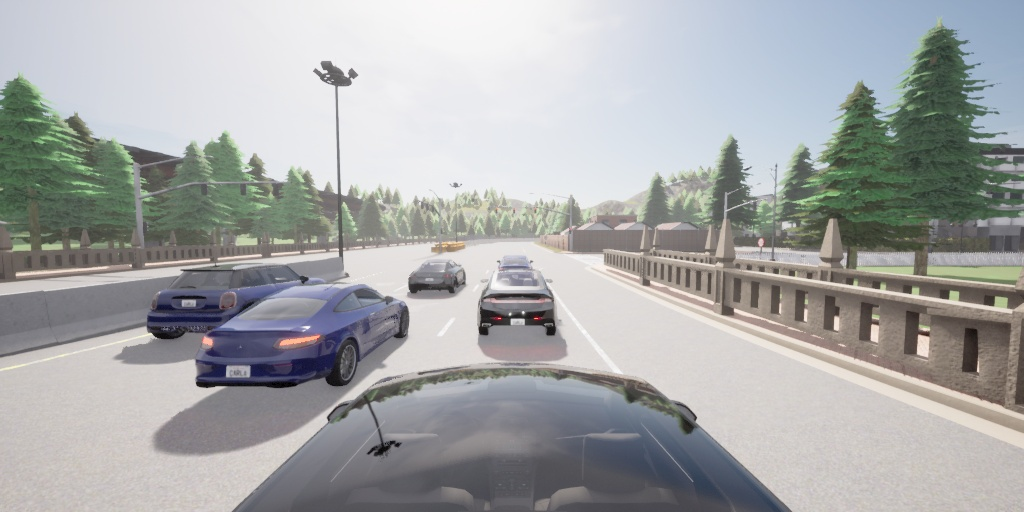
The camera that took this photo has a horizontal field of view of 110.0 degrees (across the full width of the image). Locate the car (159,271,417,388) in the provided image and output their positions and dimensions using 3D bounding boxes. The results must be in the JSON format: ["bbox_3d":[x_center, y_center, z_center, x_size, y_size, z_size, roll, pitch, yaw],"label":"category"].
[{"bbox_3d":[-3.379,1.214,6.738,1.812,1.442,4.674,0,1,0],"label":"car"}]

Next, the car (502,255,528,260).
[{"bbox_3d":[0.166,0.657,18.924,1.812,1.442,4.674,0,3,0],"label":"car"}]

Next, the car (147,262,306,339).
[{"bbox_3d":[-6.868,0.952,9.757,2.097,1.767,4.553,0,2,0],"label":"car"}]

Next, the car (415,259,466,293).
[{"bbox_3d":[-3.346,0.823,16.650,1.994,1.385,4.181,0,3,1],"label":"car"}]

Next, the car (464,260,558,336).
[{"bbox_3d":[0.132,1.082,9.924,2.128,1.511,4.902,0,2,0],"label":"car"}]
